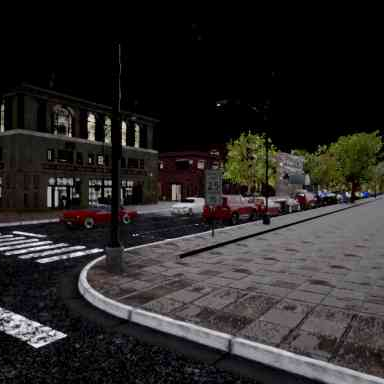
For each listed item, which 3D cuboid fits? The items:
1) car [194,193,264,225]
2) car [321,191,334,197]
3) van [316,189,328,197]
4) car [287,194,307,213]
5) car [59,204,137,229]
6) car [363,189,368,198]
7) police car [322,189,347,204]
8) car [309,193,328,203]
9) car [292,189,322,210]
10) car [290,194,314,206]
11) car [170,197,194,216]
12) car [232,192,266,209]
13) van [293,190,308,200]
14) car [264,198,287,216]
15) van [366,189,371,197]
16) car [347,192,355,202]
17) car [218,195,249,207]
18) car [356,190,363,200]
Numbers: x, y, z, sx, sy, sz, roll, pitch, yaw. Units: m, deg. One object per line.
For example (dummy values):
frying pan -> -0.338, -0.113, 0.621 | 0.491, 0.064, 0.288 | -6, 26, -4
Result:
car -> 2.618, 1.093, 22.191 | 2.192, 1.841, 5.009 | 1, 1, 34
car -> 33.340, 0.437, 81.765 | 2.008, 1.369, 4.403 | 1, 2, 34
van -> 30.206, 0.297, 77.190 | 1.690, 1.788, 3.998 | 1, 2, 34
car -> 8.890, 1.196, 31.336 | 2.008, 1.369, 4.403 | 1, 2, 34
car -> -5.632, 1.401, 20.422 | 1.895, 1.301, 4.718 | 1, 1, 34
car -> 34.080, 0.623, 68.033 | 1.752, 1.417, 4.829 | 1, 2, 34
police car -> 19.769, 0.847, 46.415 | 1.930, 1.638, 5.238 | 1, 1, 34
car -> 19.923, 0.861, 52.179 | 1.812, 1.442, 4.674 | 1, 1, 34
car -> 12.029, 0.893, 35.901 | 2.192, 1.841, 5.009 | 1, 2, 34
car -> 14.920, 0.971, 44.790 | 1.812, 1.442, 4.674 | 1, 1, 35
car -> 0.015, 1.206, 28.653 | 1.812, 1.442, 4.674 | 1, 1, 35
car -> 6.562, 0.893, 38.169 | 2.097, 1.767, 4.553 | 1, 1, 35
van -> 20.796, 0.504, 63.481 | 1.690, 1.788, 3.998 | 1, 2, 34
car -> 5.754, 1.152, 26.763 | 1.967, 1.590, 4.097 | 1, 1, 34
van -> 40.260, 0.302, 77.029 | 1.690, 1.788, 3.998 | 1, 2, 34
car -> 23.634, 0.690, 52.083 | 2.097, 1.767, 4.553 | 1, 1, 34
car -> 5.110, 1.069, 40.638 | 1.947, 1.339, 4.313 | 1, 2, 34
car -> 30.846, 0.751, 63.325 | 1.802, 1.307, 4.206 | 1, 2, 34
